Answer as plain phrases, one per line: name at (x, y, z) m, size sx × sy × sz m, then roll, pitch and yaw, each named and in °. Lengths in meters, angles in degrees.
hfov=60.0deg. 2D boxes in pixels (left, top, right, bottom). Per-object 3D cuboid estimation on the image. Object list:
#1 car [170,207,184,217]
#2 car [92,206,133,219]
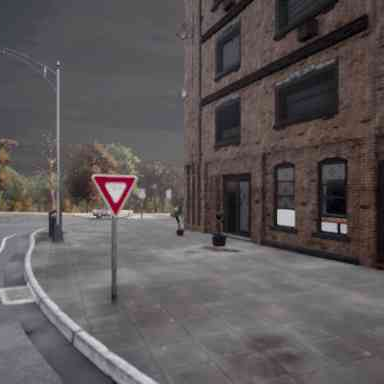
car at (-1.416, 2.954, 48.682) m, size 1.812 × 1.442 × 4.674 m, roll 0°, pitch -3°, yaw 29°
car at (-8.306, 2.164, 35.428) m, size 1.895 × 1.301 × 4.718 m, roll 0°, pitch -3°, yaw 25°
